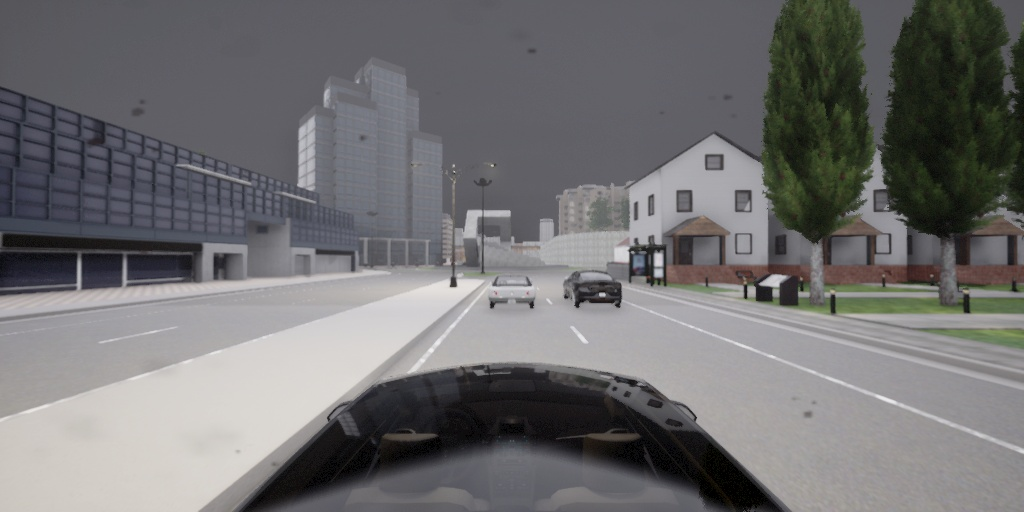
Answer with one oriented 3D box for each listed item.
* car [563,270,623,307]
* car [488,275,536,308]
[{"bbox_3d":[3.504,1.363,16.320,1.882,1.535,5.008,0,0,0],"label":"car"},{"bbox_3d":[0.000,1.482,15.950,1.895,1.301,4.718,0,0,0],"label":"car"}]
